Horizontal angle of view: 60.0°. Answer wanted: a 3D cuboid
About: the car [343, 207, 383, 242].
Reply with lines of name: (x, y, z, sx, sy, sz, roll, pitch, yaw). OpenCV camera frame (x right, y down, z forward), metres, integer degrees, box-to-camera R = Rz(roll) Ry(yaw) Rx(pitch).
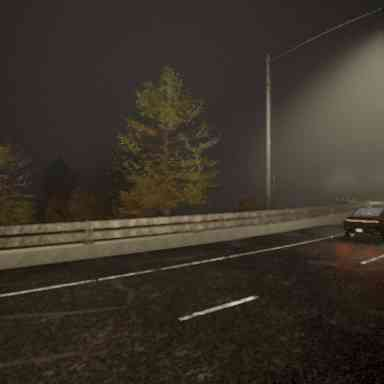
car: (9.290, 1.524, 16.756, 4.902, 1.511, 2.128, 0, 0, -45)
